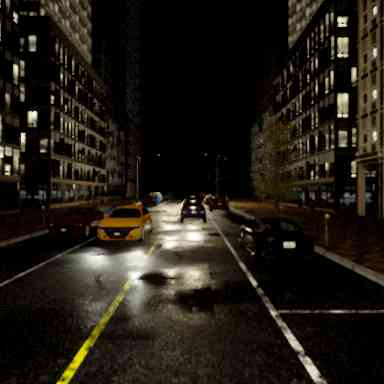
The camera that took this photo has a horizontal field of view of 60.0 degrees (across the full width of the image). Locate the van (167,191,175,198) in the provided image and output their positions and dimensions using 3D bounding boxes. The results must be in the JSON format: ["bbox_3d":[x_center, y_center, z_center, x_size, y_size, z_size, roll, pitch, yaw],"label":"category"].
[{"bbox_3d":[-5.717,0.636,90.959,1.690,1.788,3.998,0,0,0],"label":"van"}]

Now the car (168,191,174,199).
[{"bbox_3d":[-5.714,0.914,79.406,1.752,1.417,4.829,0,0,0],"label":"car"}]

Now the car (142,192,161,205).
[{"bbox_3d":[-5.703,1.097,45.424,1.967,1.590,4.097,0,0,0],"label":"car"}]

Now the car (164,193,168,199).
[{"bbox_3d":[-5.707,1.133,56.810,1.947,1.339,4.313,0,0,0],"label":"car"}]

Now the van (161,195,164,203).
[{"bbox_3d":[-5.704,0.953,51.116,1.690,1.788,3.998,0,0,0],"label":"van"}]

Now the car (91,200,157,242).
[{"bbox_3d":[-3.007,1.388,15.826,1.882,1.535,5.008,0,0,0],"label":"car"}]

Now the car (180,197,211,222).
[{"bbox_3d":[0.090,1.365,24.544,2.033,1.411,5.357,0,0,0],"label":"car"}]

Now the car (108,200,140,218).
[{"bbox_3d":[-5.698,1.371,28.350,1.802,1.307,4.206,0,0,0],"label":"car"}]

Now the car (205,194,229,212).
[{"bbox_3d":[2.682,1.185,34.029,1.967,1.590,4.097,0,0,0],"label":"car"}]

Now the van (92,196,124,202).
[{"bbox_3d":[-5.695,1.173,22.656,1.690,1.788,3.998,0,0,0],"label":"van"}]

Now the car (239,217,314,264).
[{"bbox_3d":[2.689,1.482,11.263,1.947,1.339,4.313,0,0,0],"label":"car"}]

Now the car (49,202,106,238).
[{"bbox_3d":[-5.694,1.419,16.965,1.887,1.381,4.507,0,0,0],"label":"car"}]

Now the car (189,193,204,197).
[{"bbox_3d":[0.084,1.237,41.274,2.033,1.411,5.357,0,0,0],"label":"car"}]

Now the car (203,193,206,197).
[{"bbox_3d":[2.677,1.239,45.414,1.802,1.307,4.206,0,0,0],"label":"car"}]
